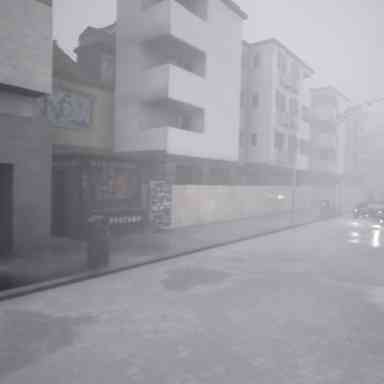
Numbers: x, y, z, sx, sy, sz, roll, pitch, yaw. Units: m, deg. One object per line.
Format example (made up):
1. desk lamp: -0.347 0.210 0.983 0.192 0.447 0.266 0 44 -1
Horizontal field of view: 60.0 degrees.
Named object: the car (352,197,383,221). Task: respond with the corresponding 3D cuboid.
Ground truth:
1. car: 12.546 1.076 22.858 2.033 1.411 5.357 3 2 37
